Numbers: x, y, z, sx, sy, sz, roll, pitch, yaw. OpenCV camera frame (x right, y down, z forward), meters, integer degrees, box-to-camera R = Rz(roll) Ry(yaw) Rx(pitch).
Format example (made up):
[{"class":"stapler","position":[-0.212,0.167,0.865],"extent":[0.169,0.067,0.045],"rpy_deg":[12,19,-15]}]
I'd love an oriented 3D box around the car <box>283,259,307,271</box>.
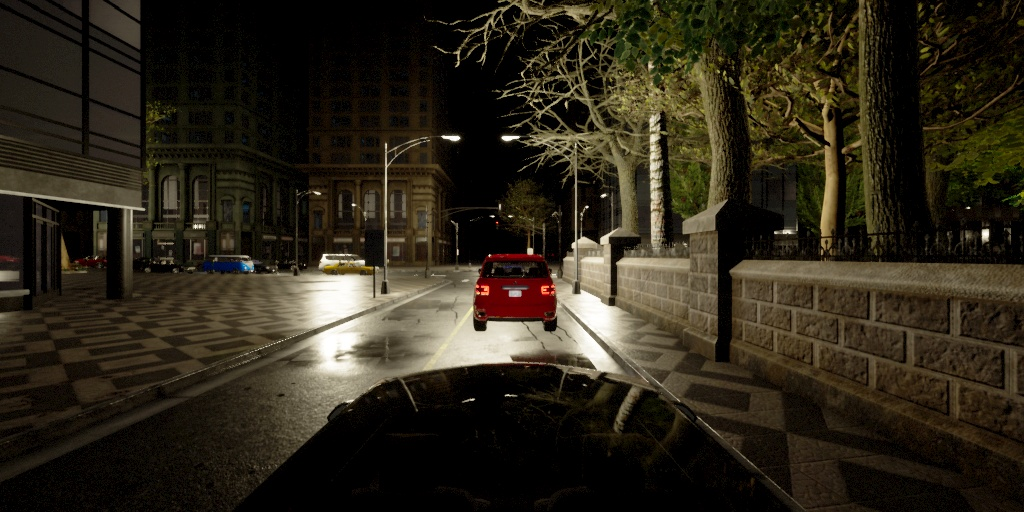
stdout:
[{"class":"car","position":[-26.317,1.063,41.945],"extent":[4.313,1.339,1.948],"rpy_deg":[0,0,0]}]

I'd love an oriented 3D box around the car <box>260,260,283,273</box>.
[{"class":"car","position":[-26.610,1.042,36.087],"extent":[5.357,1.411,2.033],"rpy_deg":[1,0,1]}]

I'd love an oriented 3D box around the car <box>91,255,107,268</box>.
[{"class":"car","position":[-48.790,0.629,42.073],"extent":[4.097,1.591,1.967],"rpy_deg":[0,0,0]}]

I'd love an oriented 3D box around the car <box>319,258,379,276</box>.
[{"class":"car","position":[-14.945,1.145,33.354],"extent":[4.829,1.417,1.751],"rpy_deg":[0,0,0]}]

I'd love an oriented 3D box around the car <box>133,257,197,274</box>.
[{"class":"car","position":[-31.974,0.978,33.451],"extent":[4.403,1.370,2.007],"rpy_deg":[0,0,0]}]

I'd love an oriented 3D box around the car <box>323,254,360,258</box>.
[{"class":"car","position":[-16.376,0.829,36.027],"extent":[5.566,2.045,2.150],"rpy_deg":[1,0,1]}]

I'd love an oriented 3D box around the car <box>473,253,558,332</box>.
[{"class":"car","position":[0.097,0.971,11.043],"extent":[2.150,2.045,5.566],"rpy_deg":[0,0,0]}]

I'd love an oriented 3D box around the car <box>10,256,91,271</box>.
[{"class":"car","position":[-43.044,0.797,33.514],"extent":[4.829,1.417,1.751],"rpy_deg":[0,0,0]}]

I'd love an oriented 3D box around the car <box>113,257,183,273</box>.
[{"class":"car","position":[-36.616,0.856,36.155],"extent":[4.902,1.511,2.128],"rpy_deg":[1,0,0]}]

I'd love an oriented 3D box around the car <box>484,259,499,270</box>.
[{"class":"car","position":[-3.126,1.219,54.034],"extent":[2.033,1.411,5.357],"rpy_deg":[0,0,-4]}]

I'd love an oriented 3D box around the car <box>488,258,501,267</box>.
[{"class":"car","position":[-3.069,1.153,64.068],"extent":[2.033,1.411,5.357],"rpy_deg":[0,0,0]}]

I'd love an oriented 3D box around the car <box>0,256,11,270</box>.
[{"class":"car","position":[-48.831,0.740,33.547],"extent":[4.403,1.370,2.007],"rpy_deg":[0,0,0]}]

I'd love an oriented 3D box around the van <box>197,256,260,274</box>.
[{"class":"van","position":[-26.356,0.839,33.419],"extent":[3.998,1.789,1.690],"rpy_deg":[0,0,0]}]
